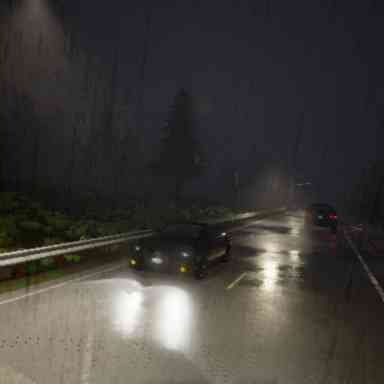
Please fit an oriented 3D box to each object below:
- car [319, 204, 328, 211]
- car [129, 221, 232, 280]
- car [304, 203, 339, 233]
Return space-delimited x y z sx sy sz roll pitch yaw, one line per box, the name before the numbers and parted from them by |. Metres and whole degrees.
car | 29.596 3.508 74.905 1.812 1.442 4.674 3 0 22
car | -0.142 1.626 10.360 1.994 1.385 4.181 3 0 22
car | 9.799 1.881 25.241 2.150 2.045 5.566 3 0 22
